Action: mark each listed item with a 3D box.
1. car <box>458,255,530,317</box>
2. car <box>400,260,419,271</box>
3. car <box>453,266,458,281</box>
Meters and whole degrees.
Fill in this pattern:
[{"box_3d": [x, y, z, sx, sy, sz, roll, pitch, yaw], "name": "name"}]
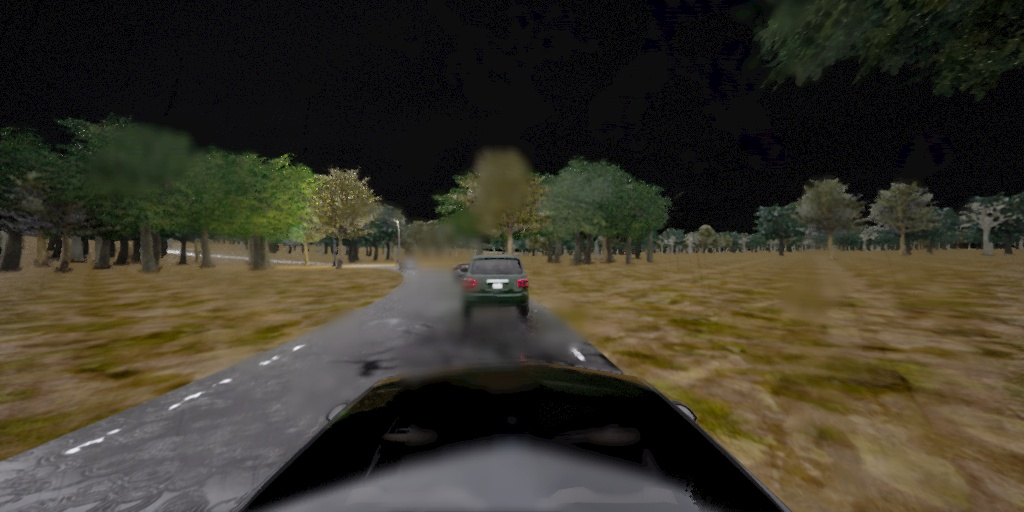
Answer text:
[{"box_3d": [-0.706, 0.969, 13.325, 2.150, 2.045, 5.566, 0, 0, -6], "name": "car"}, {"box_3d": [-14.074, 1.278, 49.036, 2.128, 1.511, 4.902, -1, 0, -25], "name": "car"}, {"box_3d": [-3.814, 1.307, 30.036, 1.994, 1.385, 4.181, 0, 0, -14], "name": "car"}]
